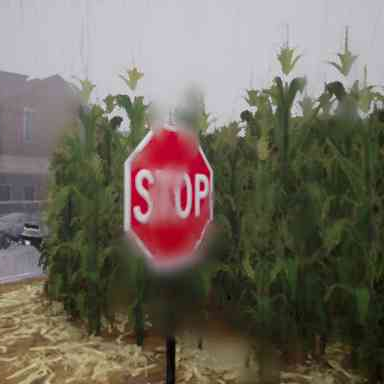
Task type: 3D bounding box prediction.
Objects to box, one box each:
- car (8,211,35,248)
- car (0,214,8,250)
[{"bbox_3d":[-4.011,1.464,12.953,2.128,1.511,4.902,0,0,35],"label":"car"},{"bbox_3d":[-7.320,1.530,14.295,1.994,1.385,4.181,0,0,36],"label":"car"}]
